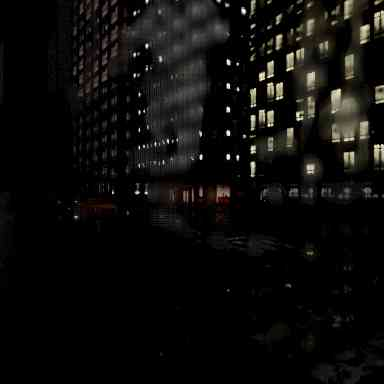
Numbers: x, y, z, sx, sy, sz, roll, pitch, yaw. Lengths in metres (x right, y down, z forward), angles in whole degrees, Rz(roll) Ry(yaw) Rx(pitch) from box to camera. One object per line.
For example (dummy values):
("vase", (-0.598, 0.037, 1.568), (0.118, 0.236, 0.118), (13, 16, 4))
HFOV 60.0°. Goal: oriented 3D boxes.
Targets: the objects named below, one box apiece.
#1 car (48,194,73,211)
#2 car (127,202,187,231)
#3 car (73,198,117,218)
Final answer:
("car", (-13.711, 1.045, 35.292), (2.097, 1.767, 4.553), (0, 0, -37))
("car", (-2.193, 1.344, 19.795), (2.128, 1.511, 4.902), (0, 0, -37))
("car", (-7.824, 1.254, 27.364), (1.882, 1.535, 5.008), (0, 0, -37))
